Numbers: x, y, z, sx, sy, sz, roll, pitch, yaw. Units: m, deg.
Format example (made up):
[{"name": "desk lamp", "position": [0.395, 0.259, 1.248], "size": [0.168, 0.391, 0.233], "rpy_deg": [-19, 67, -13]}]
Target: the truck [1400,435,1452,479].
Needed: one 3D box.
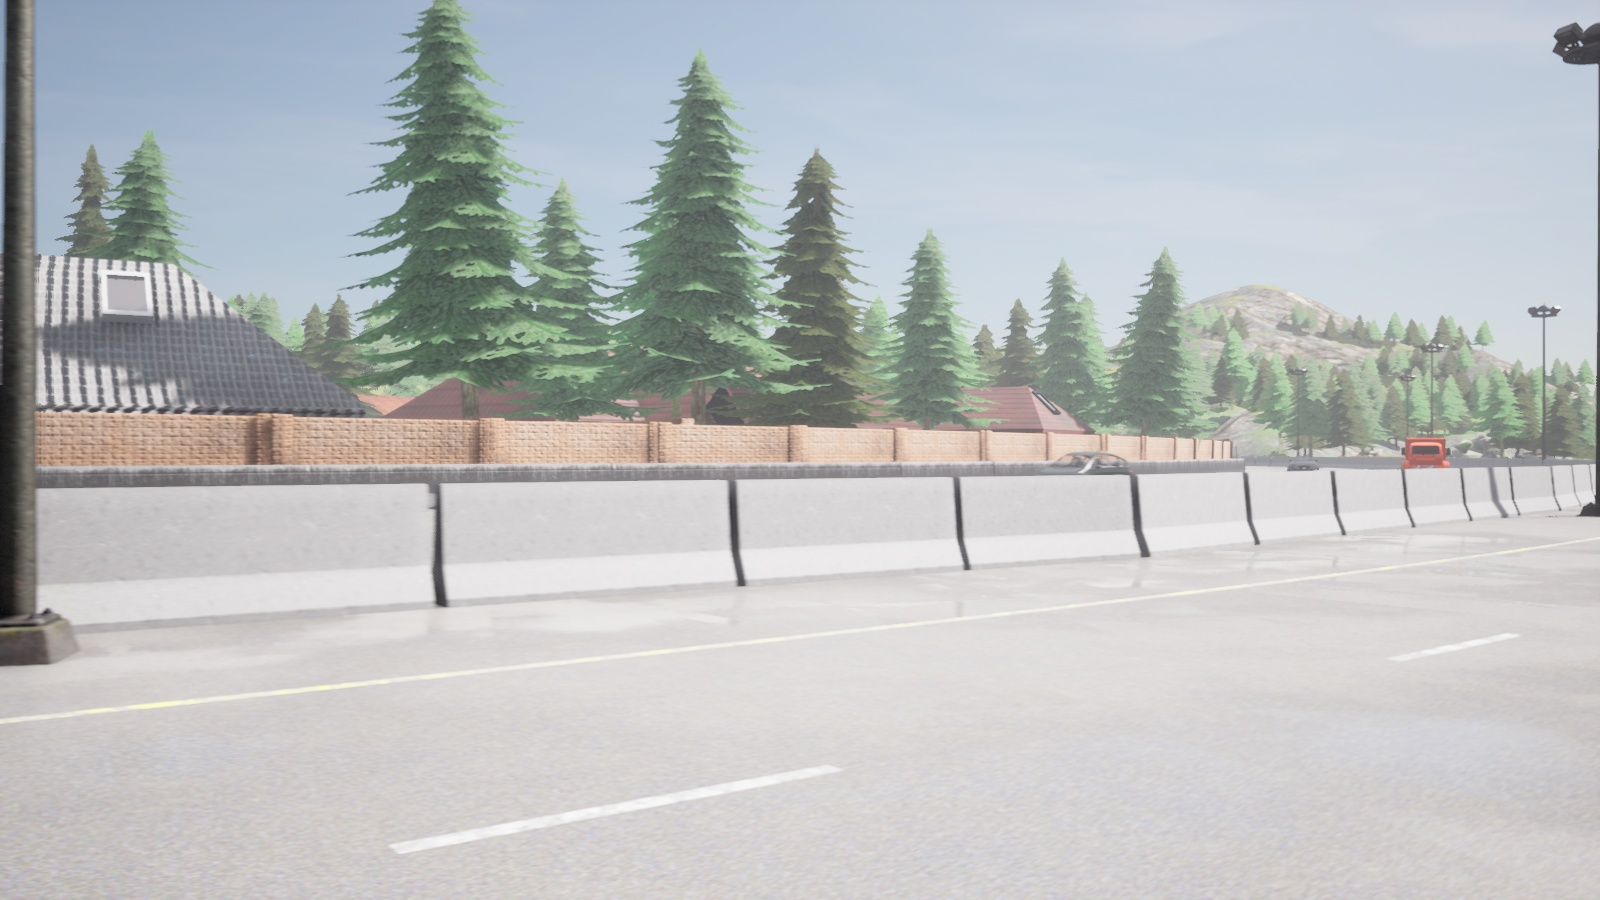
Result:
[{"name": "truck", "position": [36.406, 0.372, 73.059], "size": [2.627, 2.467, 5.204], "rpy_deg": [0, 0, 27]}]

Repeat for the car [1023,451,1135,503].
[{"name": "car", "position": [8.756, 0.810, 39.286], "size": [1.789, 1.549, 3.705], "rpy_deg": [0, 0, 43]}]

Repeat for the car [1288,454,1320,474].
[{"name": "car", "position": [36.055, 0.969, 89.858], "size": [1.994, 1.385, 4.181], "rpy_deg": [0, 0, 20]}]
